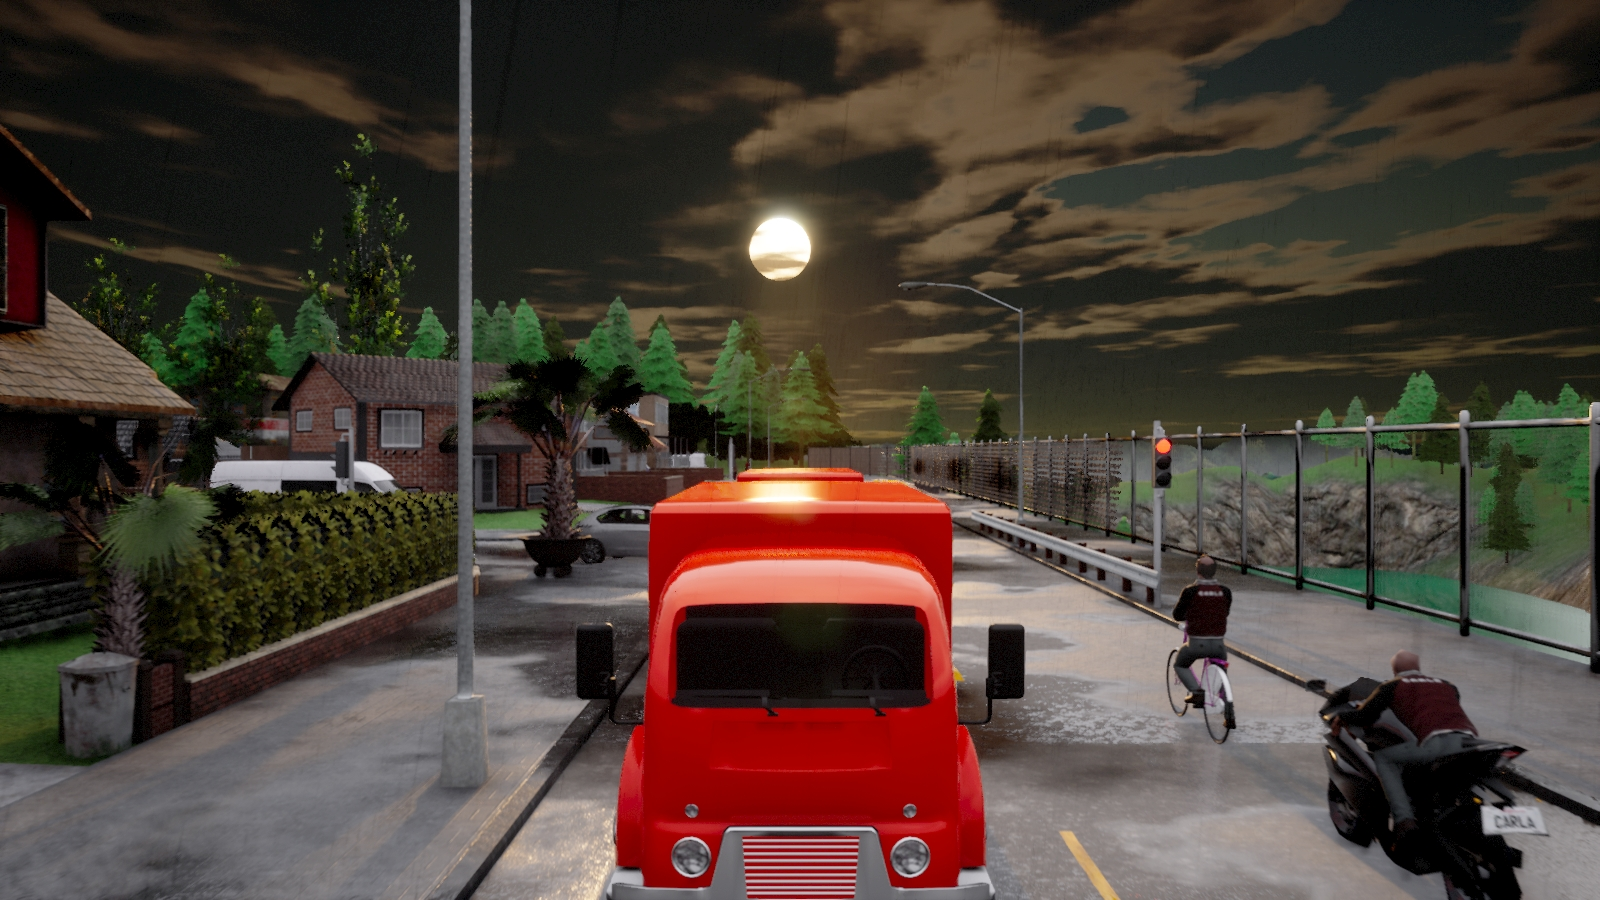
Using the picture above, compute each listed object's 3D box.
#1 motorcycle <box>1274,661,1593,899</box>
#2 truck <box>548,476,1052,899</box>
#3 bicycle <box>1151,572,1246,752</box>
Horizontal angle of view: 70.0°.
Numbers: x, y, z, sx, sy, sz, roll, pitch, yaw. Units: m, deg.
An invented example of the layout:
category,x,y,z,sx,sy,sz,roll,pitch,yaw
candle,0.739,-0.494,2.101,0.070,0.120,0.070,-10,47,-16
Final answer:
category,x,y,z,sx,sy,sz,roll,pitch,yaw
motorcycle,4.001,2.214,7.493,0.867,1.251,2.209,0,0,0
truck,0.001,1.555,8.586,2.627,2.467,5.204,0,2,0
bicycle,3.987,2.073,11.542,0.329,1.471,1.835,0,0,0
